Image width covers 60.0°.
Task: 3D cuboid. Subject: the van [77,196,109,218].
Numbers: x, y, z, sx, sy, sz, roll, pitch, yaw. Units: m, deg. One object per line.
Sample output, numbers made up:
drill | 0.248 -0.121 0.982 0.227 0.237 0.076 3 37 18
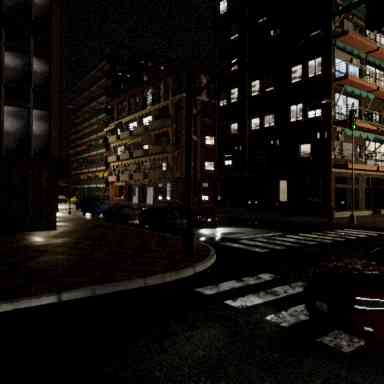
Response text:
van | -8.367 1.265 28.981 1.690 1.788 3.998 0 0 -36

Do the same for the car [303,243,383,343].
car | 4.372 1.461 5.821 5.008 1.535 1.882 0 -1 -17

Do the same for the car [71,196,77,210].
car | -12.068 1.428 38.587 1.837 1.490 4.892 0 0 -35

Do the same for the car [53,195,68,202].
car | -28.001 1.360 70.665 1.967 1.590 4.097 0 0 -36

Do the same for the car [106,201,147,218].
car | -5.999 1.537 30.120 1.895 1.301 4.718 0 0 -36

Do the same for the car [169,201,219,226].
car | -0.100 1.517 21.903 1.994 1.385 4.181 0 0 -36

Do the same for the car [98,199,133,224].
car | -4.963 1.458 24.242 1.752 1.417 4.829 0 0 -36

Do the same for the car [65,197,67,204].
car | -21.491 1.447 61.605 1.752 1.417 4.829 0 0 -36

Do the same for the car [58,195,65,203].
car | -24.448 1.456 61.261 2.033 1.411 5.357 0 0 -35

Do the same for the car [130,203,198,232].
car | -1.759 1.525 19.781 1.802 1.307 4.206 0 0 -36
